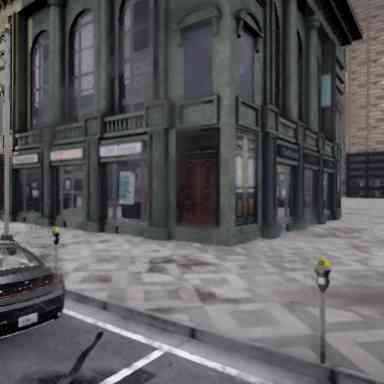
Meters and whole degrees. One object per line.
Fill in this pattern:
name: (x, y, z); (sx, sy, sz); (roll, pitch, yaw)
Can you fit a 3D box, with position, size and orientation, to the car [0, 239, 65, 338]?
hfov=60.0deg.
car: (-4.020, 1.498, 5.828); (4.403, 1.369, 2.008); (1, 0, 35)
